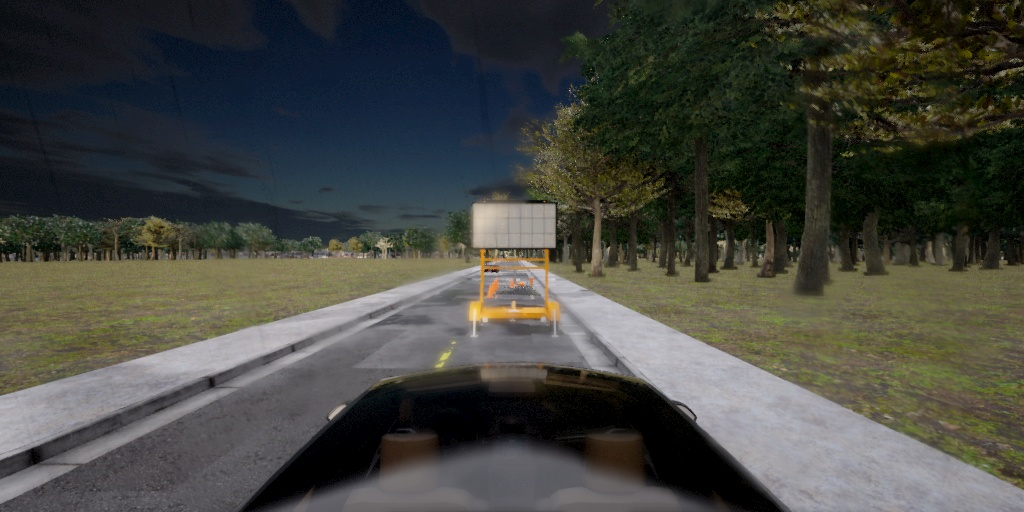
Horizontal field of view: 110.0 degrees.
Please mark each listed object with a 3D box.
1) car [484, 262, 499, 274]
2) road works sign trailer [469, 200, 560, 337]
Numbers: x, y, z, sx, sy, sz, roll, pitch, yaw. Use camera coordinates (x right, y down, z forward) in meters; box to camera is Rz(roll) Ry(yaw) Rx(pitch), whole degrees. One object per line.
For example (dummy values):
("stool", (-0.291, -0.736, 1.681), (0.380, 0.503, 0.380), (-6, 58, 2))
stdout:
("car", (-2.442, 1.351, 40.646), (1.895, 1.301, 4.718), (0, 0, 0))
("road works sign trailer", (0.074, 0.214, 10.245), (2.380, 3.560, 2.880), (0, 0, 0))
